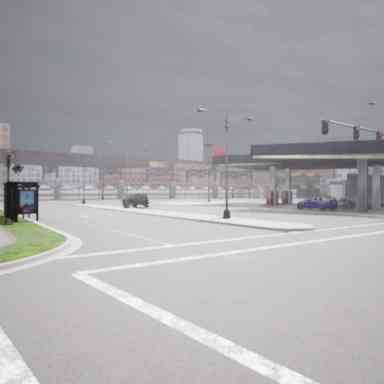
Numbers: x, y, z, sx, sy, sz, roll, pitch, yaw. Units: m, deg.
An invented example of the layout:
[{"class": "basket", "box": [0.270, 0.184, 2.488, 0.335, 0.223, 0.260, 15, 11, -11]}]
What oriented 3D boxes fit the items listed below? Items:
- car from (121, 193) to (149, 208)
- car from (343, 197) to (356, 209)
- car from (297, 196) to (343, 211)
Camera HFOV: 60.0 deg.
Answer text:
[{"class": "car", "box": [-8.175, 1.203, 47.714, 2.150, 2.045, 5.566, 0, 0, -35]}, {"class": "car", "box": [18.626, 1.421, 42.267, 1.970, 1.475, 3.806, 0, 0, -35]}, {"class": "car", "box": [14.352, 1.266, 38.353, 2.242, 1.667, 4.611, 0, 0, -35]}]
